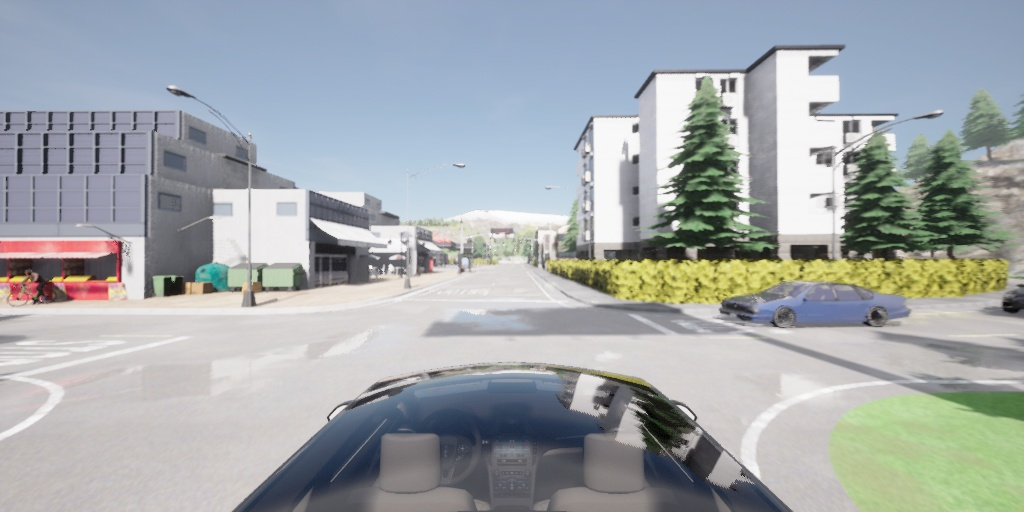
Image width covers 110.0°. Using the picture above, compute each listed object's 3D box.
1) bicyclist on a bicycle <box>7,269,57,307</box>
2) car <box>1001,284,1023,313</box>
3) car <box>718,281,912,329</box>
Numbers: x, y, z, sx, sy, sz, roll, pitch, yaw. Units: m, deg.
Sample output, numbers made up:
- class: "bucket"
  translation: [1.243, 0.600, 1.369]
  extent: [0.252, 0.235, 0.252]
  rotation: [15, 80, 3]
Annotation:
- class: "bicyclist on a bicycle"
  translation: [-21.643, 1.424, 16.200]
  extent: [0.582, 1.620, 1.656]
  rotation: [0, 0, 2]
- class: "car"
  translation: [21.167, 1.501, 13.682]
  extent: [4.674, 1.442, 1.812]
  rotation: [0, -1, -17]
- class: "car"
  translation: [9.884, 1.539, 11.871]
  extent: [5.357, 1.411, 2.033]
  rotation: [0, -1, -3]
